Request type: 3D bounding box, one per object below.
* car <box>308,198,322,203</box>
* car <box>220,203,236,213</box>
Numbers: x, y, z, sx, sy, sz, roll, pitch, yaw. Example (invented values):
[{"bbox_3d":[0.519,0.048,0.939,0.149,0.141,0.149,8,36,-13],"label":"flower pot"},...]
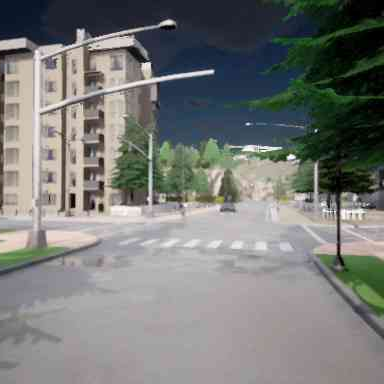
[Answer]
[{"bbox_3d":[32.417,2.574,87.573,1.845,1.501,3.633,0,-1,13],"label":"car"},{"bbox_3d":[5.072,2.185,46.278,1.994,1.385,4.181,0,-1,13],"label":"car"}]
